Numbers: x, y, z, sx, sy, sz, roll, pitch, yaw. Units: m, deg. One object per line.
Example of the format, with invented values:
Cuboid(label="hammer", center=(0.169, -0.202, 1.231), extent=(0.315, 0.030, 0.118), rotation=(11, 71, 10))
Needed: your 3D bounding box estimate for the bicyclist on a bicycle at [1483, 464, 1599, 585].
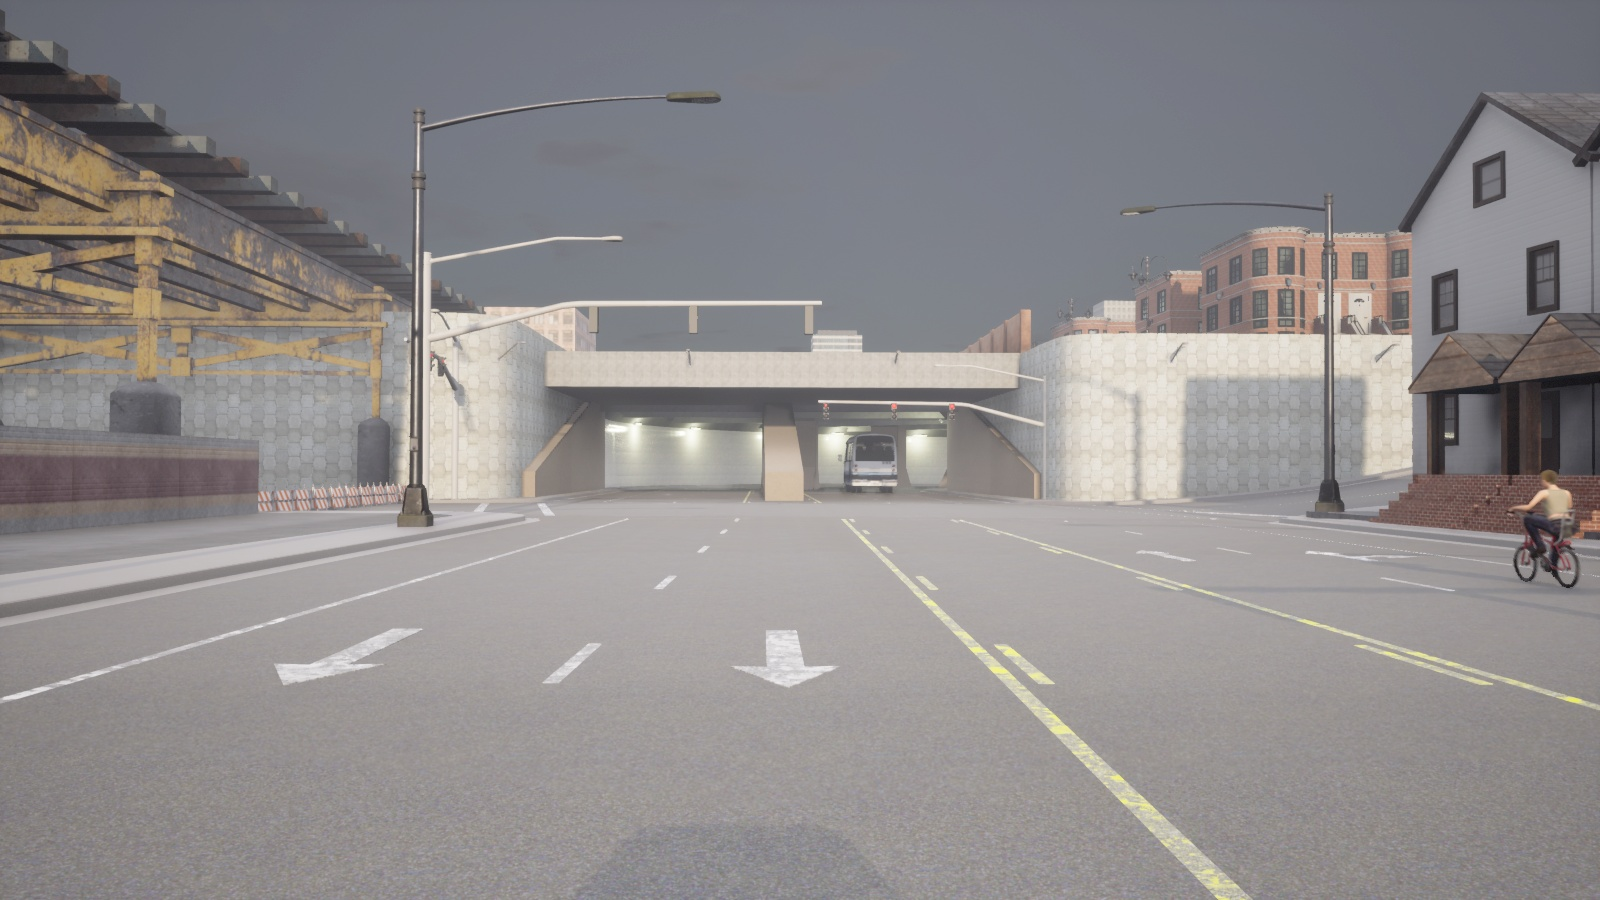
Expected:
Cuboid(label="bicyclist on a bicycle", center=(10.398, 1.003, 17.537), extent=(0.866, 1.612, 1.509), rotation=(0, -1, 0))

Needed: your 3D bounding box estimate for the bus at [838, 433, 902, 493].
Cuboid(label="bus", center=(5.163, 1.000, 94.482), extent=(3.944, 4.253, 10.273), rotation=(0, -1, -2))
